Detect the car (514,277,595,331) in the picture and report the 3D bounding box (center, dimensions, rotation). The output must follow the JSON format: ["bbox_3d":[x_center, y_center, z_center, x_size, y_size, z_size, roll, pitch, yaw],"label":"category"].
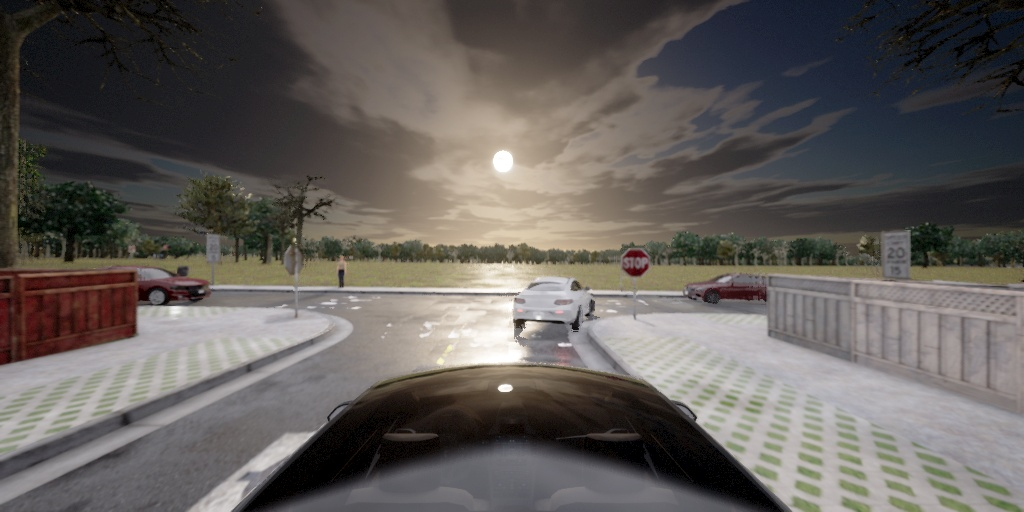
[{"bbox_3d":[1.425,1.371,11.353,1.812,1.442,4.674,0,-1,19],"label":"car"}]

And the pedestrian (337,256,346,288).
[{"bbox_3d":[-9.723,0.901,20.420,0.375,1.860,0.375,0,-1,0],"label":"pedestrian"}]

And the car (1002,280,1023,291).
[{"bbox_3d":[27.259,1.627,17.793,4.553,1.767,2.097,1,0,0],"label":"car"}]

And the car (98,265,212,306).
[{"bbox_3d":[-15.077,1.132,14.512,5.008,1.535,1.882,1,0,0],"label":"car"}]

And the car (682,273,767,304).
[{"bbox_3d":[10.916,1.570,17.672,4.674,1.442,1.812,1,0,-1],"label":"car"}]
